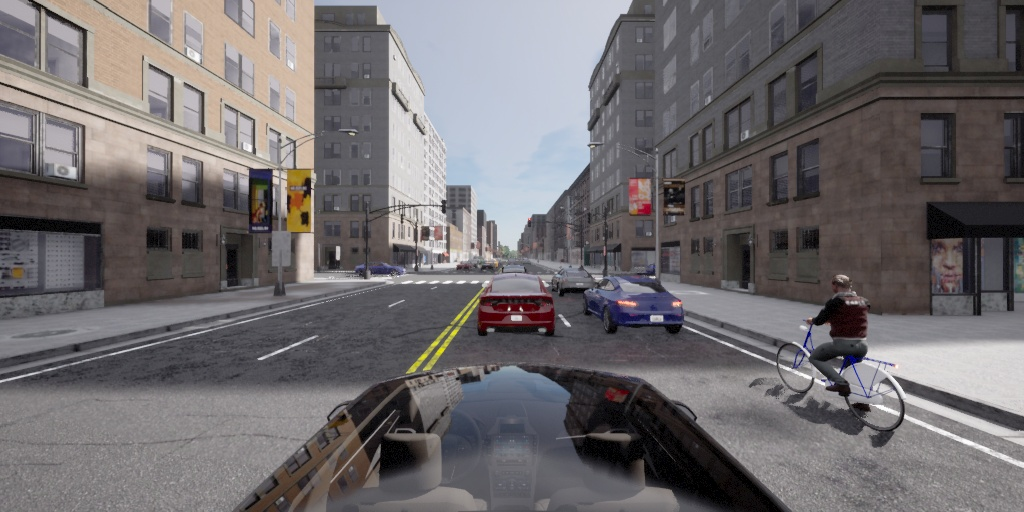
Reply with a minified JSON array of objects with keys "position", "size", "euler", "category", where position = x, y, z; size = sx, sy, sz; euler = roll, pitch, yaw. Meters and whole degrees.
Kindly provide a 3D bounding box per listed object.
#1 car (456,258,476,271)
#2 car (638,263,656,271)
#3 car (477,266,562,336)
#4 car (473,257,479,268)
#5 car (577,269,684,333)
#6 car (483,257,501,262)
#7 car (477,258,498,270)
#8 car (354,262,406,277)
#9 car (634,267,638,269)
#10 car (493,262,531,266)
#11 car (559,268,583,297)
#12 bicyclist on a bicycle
[{"position":[-6.608,1.368,50.356],"size":[1.895,1.301,4.718],"euler":[0,0,0],"category":"car"},{"position":[14.964,1.323,34.187],"size":[4.674,1.442,1.812],"euler":[0,0,0],"category":"car"},{"position":[0.101,1.229,10.437],"size":[1.882,1.535,5.008],"euler":[0,0,0],"category":"car"},{"position":[-6.591,1.274,59.458],"size":[1.837,1.490,4.892],"euler":[0,0,0],"category":"car"},{"position":[3.345,1.277,10.573],"size":[1.812,1.442,4.674],"euler":[0,0,0],"category":"car"},{"position":[-3.338,1.247,59.796],"size":[1.882,1.535,5.008],"euler":[0,0,0],"category":"car"},{"position":[-3.348,1.368,50.404],"size":[1.895,1.301,4.718],"euler":[0,0,0],"category":"car"},{"position":[-12.689,1.270,34.621],"size":[4.674,1.442,1.812],"euler":[0,0,-5],"category":"car"},{"position":[15.048,1.410,37.146],"size":[4.718,1.301,1.895],"euler":[0,0,1],"category":"car"},{"position":[0.100,1.259,19.920],"size":[1.837,1.490,4.892],"euler":[0,0,0],"category":"car"},{"position":[3.249,1.317,19.173],"size":[1.994,1.385,4.181],"euler":[0,0,0],"category":"car"},{"position":[4.146,1.121,4.712],"size":[0.659,1.776,1.843],"euler":[0,0,0],"category":"bicyclist on a bicycle"}]
